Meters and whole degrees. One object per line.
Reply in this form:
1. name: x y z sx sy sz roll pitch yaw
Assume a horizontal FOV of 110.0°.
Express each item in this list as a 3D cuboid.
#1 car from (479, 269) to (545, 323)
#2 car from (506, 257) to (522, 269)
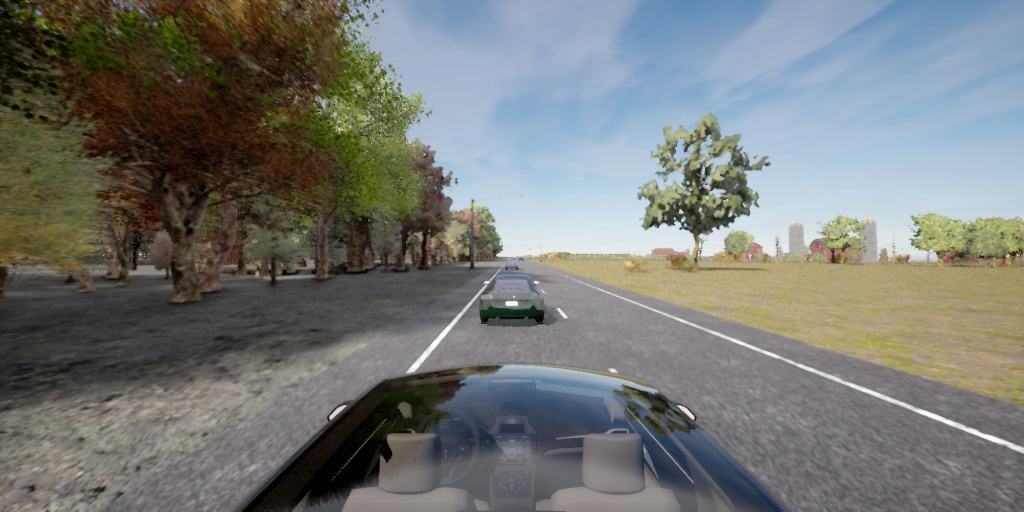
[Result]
1. car: -0.002 1.319 12.152 1.994 1.385 4.181 0 0 0
2. car: -0.006 1.287 53.679 2.033 1.411 5.357 0 0 0
